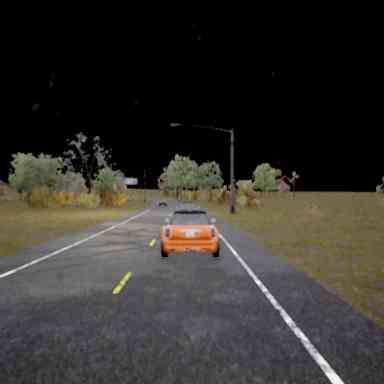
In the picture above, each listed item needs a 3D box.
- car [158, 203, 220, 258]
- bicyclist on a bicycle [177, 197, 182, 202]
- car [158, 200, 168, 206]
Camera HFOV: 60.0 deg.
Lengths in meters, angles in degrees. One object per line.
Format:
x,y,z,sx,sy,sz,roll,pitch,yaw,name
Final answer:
-0.067,1.485,13.456,2.097,1.767,4.553,0,-1,0,car
-3.287,2.298,91.621,0.866,1.612,1.509,0,0,-5,bicyclist on a bicycle
-5.668,2.175,65.135,2.033,1.411,5.357,0,-1,-3,car
